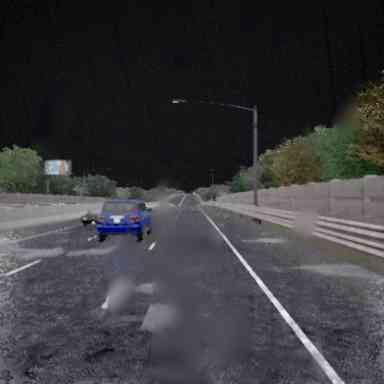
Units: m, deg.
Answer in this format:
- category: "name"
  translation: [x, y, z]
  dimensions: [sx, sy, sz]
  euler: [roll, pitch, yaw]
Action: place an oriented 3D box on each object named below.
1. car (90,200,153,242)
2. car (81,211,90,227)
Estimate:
- category: "car"
  translation: [-3.412, 1.421, 17.794]
  dimensions: [2.150, 2.045, 5.566]
  euler: [0, -1, 0]
- category: "car"
  translation: [-6.918, 1.927, 25.649]
  dimensions: [1.895, 1.301, 4.718]
  euler: [0, -1, 0]
